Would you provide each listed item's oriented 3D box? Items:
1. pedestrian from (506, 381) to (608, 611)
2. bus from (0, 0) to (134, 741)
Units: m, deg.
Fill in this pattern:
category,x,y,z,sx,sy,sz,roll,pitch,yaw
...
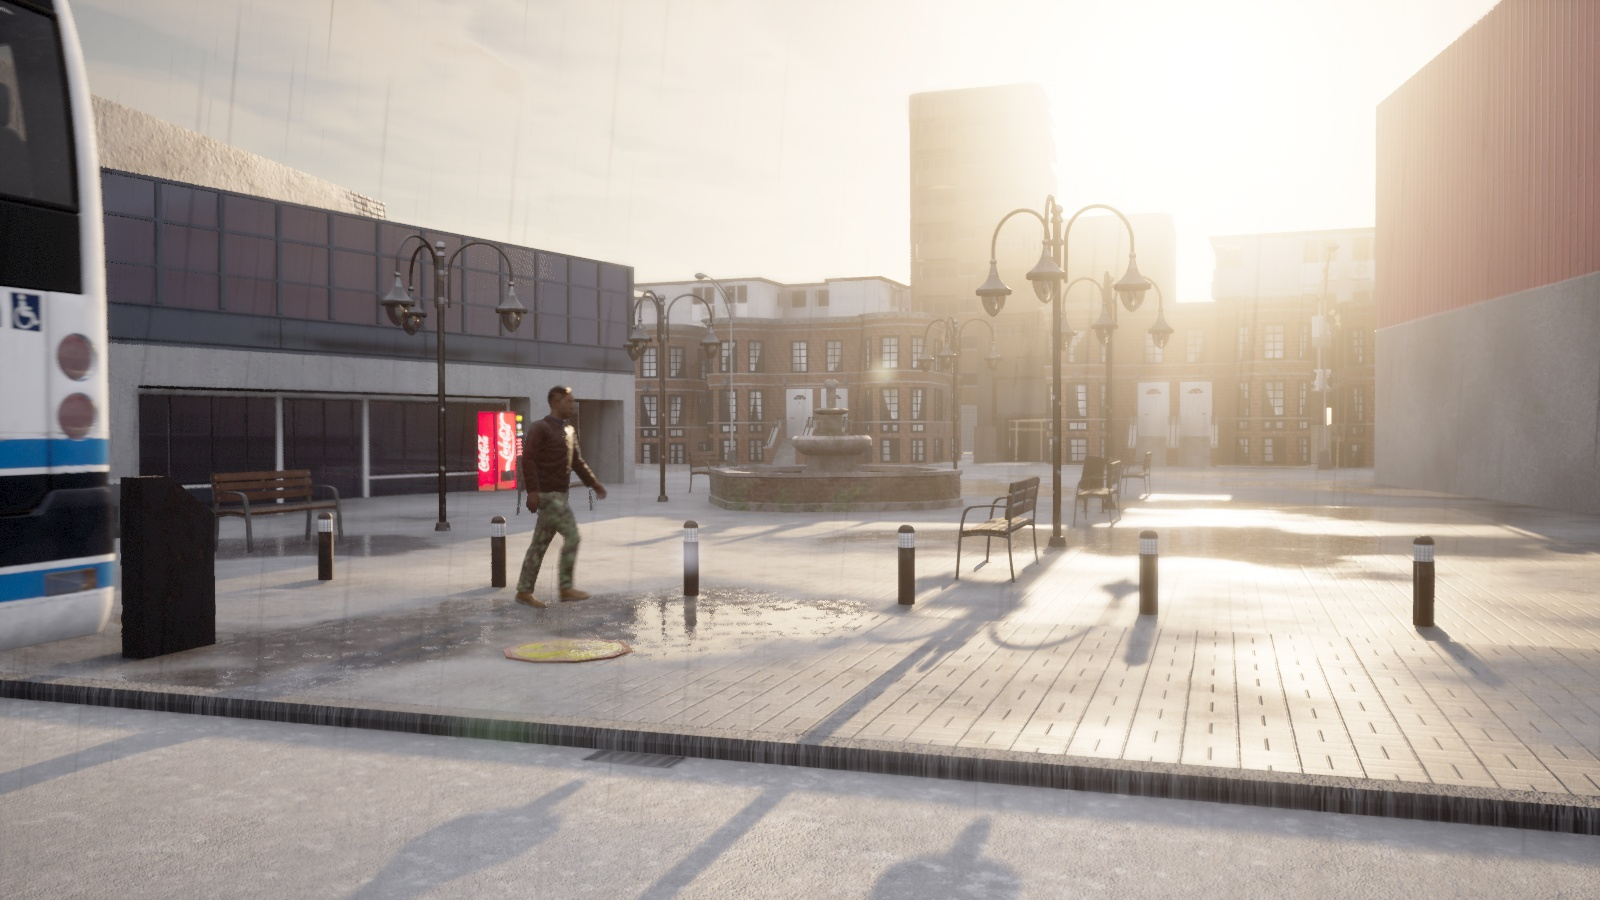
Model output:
category,x,y,z,sx,sy,sz,roll,pitch,yaw
pedestrian,-2.000,0.363,10.340,0.703,1.840,0.431,0,1,17
bus,-9.242,-0.694,6.804,10.273,4.253,3.944,1,1,19
